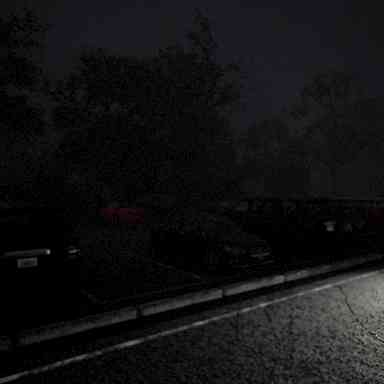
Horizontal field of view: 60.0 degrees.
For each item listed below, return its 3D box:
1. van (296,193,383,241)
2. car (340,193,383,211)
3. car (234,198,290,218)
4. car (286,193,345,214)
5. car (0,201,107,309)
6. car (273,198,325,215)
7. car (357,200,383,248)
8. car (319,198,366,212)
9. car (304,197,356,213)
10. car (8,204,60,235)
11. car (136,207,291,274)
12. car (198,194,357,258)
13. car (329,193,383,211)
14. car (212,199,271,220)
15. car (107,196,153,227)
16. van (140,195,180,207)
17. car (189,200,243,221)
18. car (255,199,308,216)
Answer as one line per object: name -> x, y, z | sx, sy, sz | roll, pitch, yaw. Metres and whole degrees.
van -> 7.321, 1.205, 15.508 | 1.878, 1.987, 4.442 | 0, 0, -36
car -> 22.176, 1.179, 42.304 | 2.435, 2.045, 5.566 | 0, 0, -36
car -> 6.403, 1.424, 31.060 | 2.097, 1.535, 5.008 | 0, 0, -36
car -> 13.212, 1.166, 35.898 | 2.435, 2.045, 5.566 | 0, 0, -36
car -> -4.177, 1.222, 7.492 | 2.435, 2.045, 5.566 | 0, 0, -35
car -> 10.914, 1.448, 34.327 | 2.163, 1.488, 4.792 | 0, 0, -36
car -> 4.989, 1.308, 13.948 | 2.185, 1.767, 4.553 | 0, 0, -36
car -> 17.629, 1.460, 39.086 | 2.002, 1.452, 4.674 | 0, 0, -36
car -> 15.466, 1.418, 37.537 | 2.097, 1.535, 5.008 | 0, 0, -36
car -> -9.470, 1.500, 19.746 | 2.002, 1.452, 4.674 | 0, 0, -35
car -> 0.403, 1.448, 10.725 | 2.231, 1.521, 4.892 | 0, 0, -35
car -> 2.674, 1.189, 12.371 | 2.435, 2.045, 5.566 | 0, 0, -35
car -> 20.010, 1.173, 40.756 | 2.435, 2.045, 5.566 | 0, 0, -36
car -> 4.240, 1.424, 29.294 | 1.946, 1.575, 5.366 | 0, 0, -36
car -> -4.916, 1.316, 22.950 | 2.185, 1.767, 4.553 | 0, 0, -35
van -> -2.738, 1.209, 24.684 | 1.878, 1.987, 4.442 | 0, 0, -35
car -> 1.867, 1.469, 27.824 | 2.002, 1.452, 4.674 | 0, 0, -36
car -> 8.682, 1.450, 32.660 | 2.163, 1.488, 4.792 | 0, 0, -36
